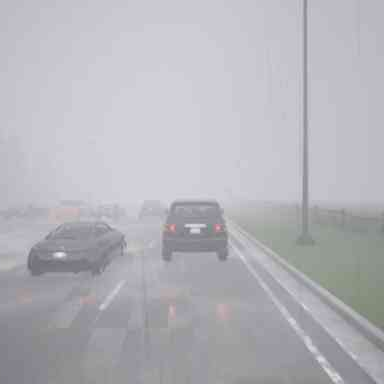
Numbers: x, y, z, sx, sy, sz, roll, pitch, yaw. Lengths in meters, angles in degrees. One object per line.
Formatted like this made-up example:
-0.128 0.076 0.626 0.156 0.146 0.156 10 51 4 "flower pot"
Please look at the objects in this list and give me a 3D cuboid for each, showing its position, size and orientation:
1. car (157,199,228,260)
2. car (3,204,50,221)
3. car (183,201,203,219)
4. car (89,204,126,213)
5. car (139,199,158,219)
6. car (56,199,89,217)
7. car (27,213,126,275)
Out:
0.101 1.258 12.749 2.150 2.045 5.566 0 0 0 "car"
-13.899 1.678 28.302 1.895 1.301 4.718 0 0 0 "car"
0.094 1.612 31.575 1.812 1.442 4.674 0 0 0 "car"
-6.900 1.679 28.311 1.895 1.301 4.718 0 0 0 "car"
-3.399 1.433 29.860 2.097 1.767 4.553 0 0 0 "car"
-10.401 1.433 29.808 2.097 1.767 4.553 0 0 0 "car"
-3.400 1.594 10.565 1.994 1.385 4.181 0 0 0 "car"
